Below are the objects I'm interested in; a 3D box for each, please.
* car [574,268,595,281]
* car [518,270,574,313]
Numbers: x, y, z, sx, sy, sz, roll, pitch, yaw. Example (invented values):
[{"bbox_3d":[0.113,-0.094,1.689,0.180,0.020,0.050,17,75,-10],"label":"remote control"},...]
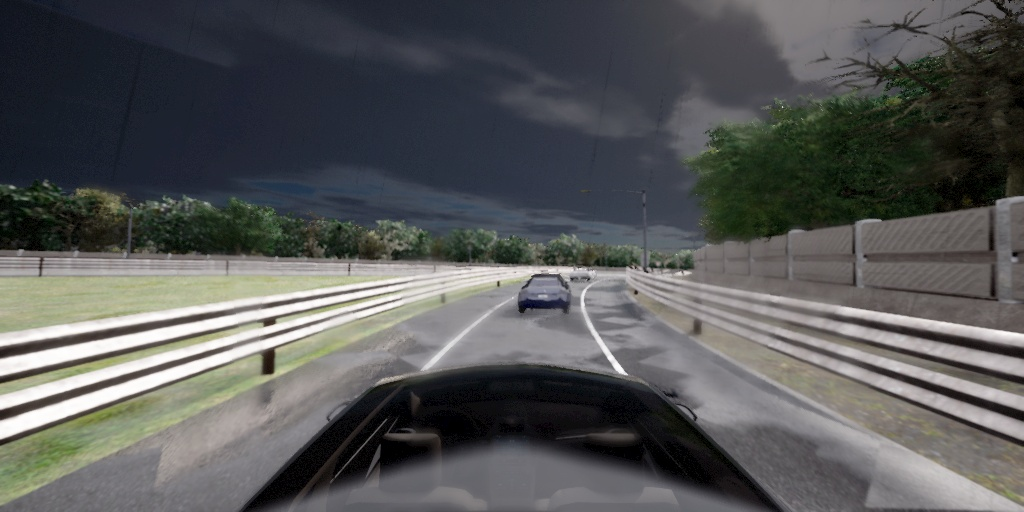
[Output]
[{"bbox_3d":[6.983,1.779,35.078,1.895,1.301,4.718,-1,-2,20],"label":"car"},{"bbox_3d":[1.440,1.431,14.828,1.994,1.385,4.181,0,0,9],"label":"car"}]
